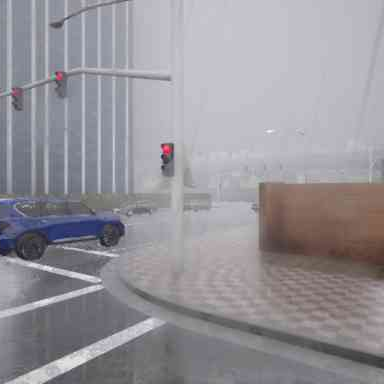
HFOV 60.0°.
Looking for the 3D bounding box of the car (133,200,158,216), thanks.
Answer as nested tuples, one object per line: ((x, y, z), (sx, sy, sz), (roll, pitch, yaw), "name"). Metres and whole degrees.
((-5.258, 1.491, 30.936), (2.128, 1.511, 4.902), (0, 0, 35), "car")

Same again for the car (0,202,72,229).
((-10.967, 1.505, 22.907), (1.837, 1.490, 4.892), (0, 0, 35), "car")

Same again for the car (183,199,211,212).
((0.519, 1.564, 39.040), (1.994, 1.385, 4.181), (0, 0, 35), "car")

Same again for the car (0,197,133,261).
((-5.139, 1.221, 12.635), (2.150, 2.045, 5.566), (0, 0, 35), "car")

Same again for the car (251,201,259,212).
((8.656, 1.547, 38.099), (2.033, 1.411, 5.357), (0, 0, 35), "car")
